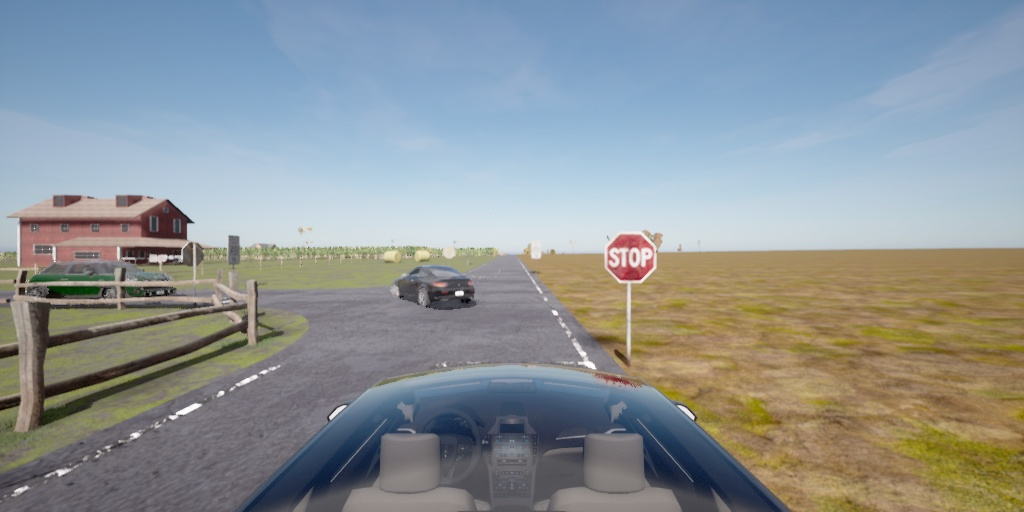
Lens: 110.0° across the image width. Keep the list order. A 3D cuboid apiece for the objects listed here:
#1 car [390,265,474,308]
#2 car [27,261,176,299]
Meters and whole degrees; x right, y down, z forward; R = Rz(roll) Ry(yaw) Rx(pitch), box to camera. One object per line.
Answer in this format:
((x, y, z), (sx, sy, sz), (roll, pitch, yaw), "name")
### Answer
((-3.213, 1.093, 14.188), (1.812, 1.442, 4.674), (0, 1, -37), "car")
((-17.040, 0.976, 15.085), (4.553, 1.767, 2.097), (0, 0, 0), "car")
